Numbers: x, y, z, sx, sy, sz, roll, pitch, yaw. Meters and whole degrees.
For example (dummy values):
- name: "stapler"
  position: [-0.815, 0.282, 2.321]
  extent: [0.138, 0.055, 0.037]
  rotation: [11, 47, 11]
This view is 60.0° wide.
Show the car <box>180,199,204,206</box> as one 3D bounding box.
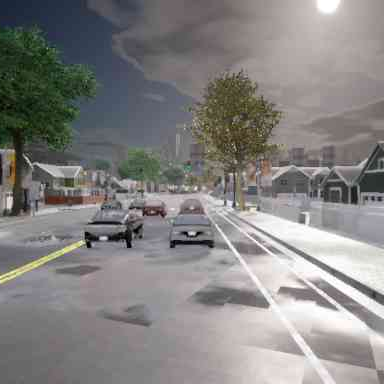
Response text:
- name: "car"
  position: [0.001, 1.359, 29.621]
  extent: [2.097, 1.767, 4.553]
  rotation: [0, 0, 0]

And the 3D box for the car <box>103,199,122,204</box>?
- name: "car"
  position: [-9.749, 1.588, 40.651]
  extent: [1.994, 1.385, 4.181]
  rotation: [0, 0, 0]

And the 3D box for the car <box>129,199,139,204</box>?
- name: "car"
  position: [-6.499, 1.590, 40.651]
  extent: [2.033, 1.411, 5.357]
  rotation: [0, 0, 0]

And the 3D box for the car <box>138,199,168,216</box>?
- name: "car"
  position: [-3.249, 1.478, 29.651]
  extent: [1.882, 1.535, 5.008]
  rotation: [0, 0, 0]

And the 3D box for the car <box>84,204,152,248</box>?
- name: "car"
  position: [-3.249, 1.491, 14.651]
  extent: [2.128, 1.511, 4.902]
  rotation: [0, 0, 0]

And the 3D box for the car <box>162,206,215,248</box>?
- name: "car"
  position: [0.000, 1.559, 14.651]
  extent: [2.033, 1.411, 5.357]
  rotation: [0, 0, 0]
